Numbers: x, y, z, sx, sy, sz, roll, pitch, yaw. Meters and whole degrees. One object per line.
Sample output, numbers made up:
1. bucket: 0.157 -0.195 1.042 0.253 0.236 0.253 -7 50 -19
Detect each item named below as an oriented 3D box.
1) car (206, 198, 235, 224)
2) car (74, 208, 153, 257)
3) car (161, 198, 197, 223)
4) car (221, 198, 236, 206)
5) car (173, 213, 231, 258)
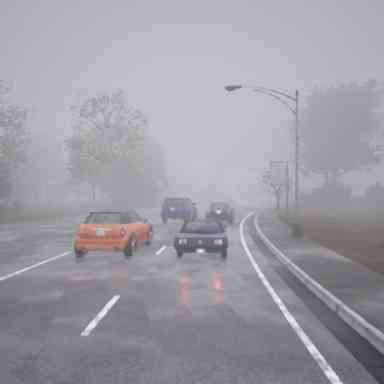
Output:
1. car: 2.441 1.622 27.776 2.097 1.767 4.553 0 -1 11
2. car: -3.004 1.479 13.735 2.097 1.767 4.553 0 -1 5
3. car: -1.013 1.486 28.364 2.150 2.045 5.566 0 0 11
4. car: 7.854 2.135 71.502 2.128 1.511 4.902 0 0 19
5. car: 0.486 1.732 13.474 1.895 1.301 4.718 0 -1 5
